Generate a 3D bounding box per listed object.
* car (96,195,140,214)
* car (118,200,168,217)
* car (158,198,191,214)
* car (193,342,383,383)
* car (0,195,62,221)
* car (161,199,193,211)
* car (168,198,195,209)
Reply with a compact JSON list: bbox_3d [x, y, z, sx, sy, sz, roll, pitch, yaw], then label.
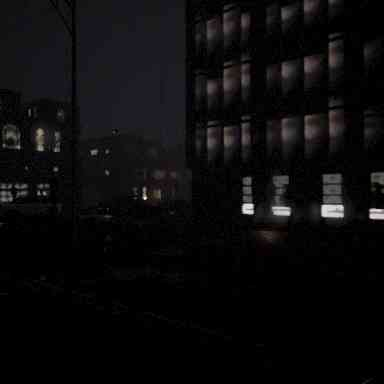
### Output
[{"bbox_3d":[-8.028,1.359,37.131,2.150,2.045,5.566,0,-1,37],"label":"car"},{"bbox_3d":[-4.643,1.678,31.922,1.802,1.307,4.206,-1,-1,36],"label":"car"},{"bbox_3d":[-1.390,1.564,36.401,1.967,1.590,4.097,-1,-1,36],"label":"car"},{"bbox_3d":[1.924,1.545,1.508,4.507,1.381,1.887,0,0,35],"label":"car"},{"bbox_3d":[-14.151,1.308,28.834,2.150,2.045,5.566,0,-1,36],"label":"car"},{"bbox_3d":[-1.963,1.715,45.356,1.812,1.442,4.674,0,-1,36],"label":"car"},{"bbox_3d":[-1.571,1.665,50.287,1.967,1.590,4.097,-1,-1,36],"label":"car"}]
